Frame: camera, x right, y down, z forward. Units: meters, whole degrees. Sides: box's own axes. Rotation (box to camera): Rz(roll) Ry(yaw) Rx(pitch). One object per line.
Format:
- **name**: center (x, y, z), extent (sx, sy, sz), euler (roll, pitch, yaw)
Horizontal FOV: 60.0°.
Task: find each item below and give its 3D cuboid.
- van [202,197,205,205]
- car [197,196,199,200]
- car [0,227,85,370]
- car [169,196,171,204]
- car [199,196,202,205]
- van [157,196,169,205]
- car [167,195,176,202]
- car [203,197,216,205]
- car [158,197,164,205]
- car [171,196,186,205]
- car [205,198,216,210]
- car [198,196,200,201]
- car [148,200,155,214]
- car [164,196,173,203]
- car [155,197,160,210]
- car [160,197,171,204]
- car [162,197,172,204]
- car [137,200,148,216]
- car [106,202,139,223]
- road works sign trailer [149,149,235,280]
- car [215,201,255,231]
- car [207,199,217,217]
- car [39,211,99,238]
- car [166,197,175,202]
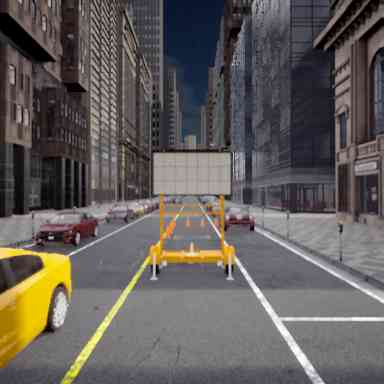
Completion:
- **van**: center (2.789, 1.596, 49.430), extent (1.690, 1.788, 3.998), euler (0, 0, 0)
- **car**: center (2.803, 1.976, 83.041), extent (1.887, 1.381, 4.507), euler (0, 0, 0)
- **car**: center (-3.098, 1.499, 4.020), extent (1.882, 1.535, 5.008), euler (0, 0, 0)
- **car**: center (-5.730, 1.925, 66.228), extent (1.802, 1.307, 4.206), euler (0, 0, 0)
- **car**: center (2.793, 1.858, 60.634), extent (1.887, 1.381, 4.507), euler (0, 0, 0)
- **van**: center (-5.732, 1.655, 60.629), extent (1.690, 1.788, 3.998), euler (0, 0, 0)
- **car**: center (-5.716, 1.805, 94.238), extent (2.192, 1.841, 5.009), euler (0, 0, 0)
- **car**: center (2.785, 1.771, 43.826), extent (1.887, 1.381, 4.507), euler (0, 0, 0)
- **car**: center (-5.737, 1.800, 49.424), extent (1.887, 1.381, 4.507), euler (0, 0, 0)
- **car**: center (-2.968, 1.850, 69.189), extent (2.128, 1.511, 4.902), euler (0, 0, 0)
- **car**: center (2.783, 1.742, 38.225), extent (1.887, 1.381, 4.507), euler (0, 0, 0)
- **car**: center (2.796, 1.783, 66.236), extent (1.967, 1.590, 4.097), euler (0, 0, 0)
- **car**: center (-5.742, 1.637, 38.221), extent (1.967, 1.590, 4.097), euler (0, 0, 0)
- **car**: center (-5.722, 1.871, 83.034), extent (1.967, 1.590, 4.097), euler (0, 0, 0)
- **car**: center (-5.740, 1.771, 43.822), extent (1.887, 1.381, 4.507), euler (0, 0, 0)
- **car**: center (-5.727, 1.812, 71.831), extent (1.967, 1.590, 4.097), euler (0, 0, 0)
- **car**: center (-5.725, 1.967, 77.432), extent (1.947, 1.339, 4.313), euler (0, 0, 0)
- **car**: center (-5.745, 1.693, 32.449), extent (1.752, 1.417, 4.829), euler (0, 0, 0)
- **car**: center (-5.748, 1.721, 27.016), extent (1.802, 1.307, 4.206), euler (0, 0, 0)
- **road works sign trailer**: center (0.005, 0.516, 10.105), extent (2.380, 3.560, 2.880), euler (0, 0, 0)
- **car**: center (2.776, 1.550, 21.418), extent (1.967, 1.590, 4.097), euler (0, 0, 0)
- **car**: center (2.781, 1.694, 32.793), extent (1.752, 1.417, 4.829), euler (0, 0, 0)
- **car**: center (-5.753, 1.626, 15.813), extent (1.887, 1.381, 4.507), euler (0, 0, 0)
- **car**: center (-5.720, 2.026, 88.635), extent (1.947, 1.339, 4.313), euler (0, 0, 0)
